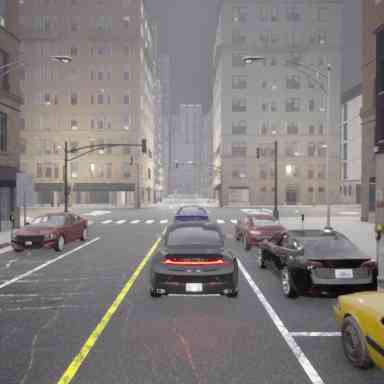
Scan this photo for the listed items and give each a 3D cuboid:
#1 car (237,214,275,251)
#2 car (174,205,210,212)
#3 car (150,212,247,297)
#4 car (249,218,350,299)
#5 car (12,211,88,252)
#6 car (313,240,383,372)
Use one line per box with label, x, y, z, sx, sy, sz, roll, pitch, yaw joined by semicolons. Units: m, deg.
car;2.830;1.576;13.890;1.802;1.307;4.206;-1;0;0
car;-0.011;1.469;18.483;1.882;1.535;5.008;0;0;0
car;0.046;1.501;8.533;1.837;1.490;4.892;0;0;0
car;2.843;1.562;8.304;1.947;1.339;4.313;-1;0;0
car;-5.716;1.538;13.867;1.887;1.381;4.507;-1;0;0
car;2.855;1.524;2.888;1.752;1.417;4.829;-1;0;0
